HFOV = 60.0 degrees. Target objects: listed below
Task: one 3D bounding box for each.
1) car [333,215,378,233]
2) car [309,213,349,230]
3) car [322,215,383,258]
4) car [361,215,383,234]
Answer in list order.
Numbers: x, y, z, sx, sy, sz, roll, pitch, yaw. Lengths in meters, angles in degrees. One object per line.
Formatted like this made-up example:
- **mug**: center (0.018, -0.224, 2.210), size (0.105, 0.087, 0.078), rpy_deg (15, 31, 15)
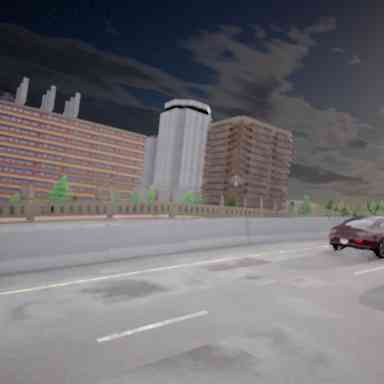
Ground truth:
- **car**: center (16.033, 3.148, 32.613), size (4.718, 1.301, 1.895), rpy_deg (8, -5, -35)
- **car**: center (14.844, 3.231, 36.059), size (4.181, 1.385, 1.994), rpy_deg (8, -5, -35)
- **car**: center (7.338, 1.684, 13.277), size (4.674, 1.442, 1.812), rpy_deg (3, -2, -35)
- **car**: center (17.271, 2.985, 29.199), size (5.357, 1.411, 2.033), rpy_deg (8, -4, -35)
